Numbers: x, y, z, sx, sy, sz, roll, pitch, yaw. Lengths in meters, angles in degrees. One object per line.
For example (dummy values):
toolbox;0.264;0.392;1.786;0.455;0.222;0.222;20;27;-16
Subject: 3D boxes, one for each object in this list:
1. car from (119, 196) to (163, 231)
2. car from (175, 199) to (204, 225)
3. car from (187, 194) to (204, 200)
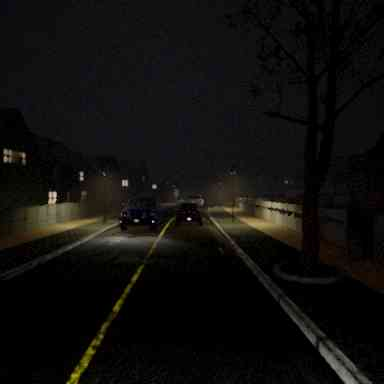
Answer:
car;-3.131;1.260;21.396;2.150;2.045;5.566;0;0;0
car;-0.187;1.550;24.611;1.837;1.490;4.892;0;0;0
car;0.433;1.345;44.974;2.150;2.045;5.566;0;-1;3
